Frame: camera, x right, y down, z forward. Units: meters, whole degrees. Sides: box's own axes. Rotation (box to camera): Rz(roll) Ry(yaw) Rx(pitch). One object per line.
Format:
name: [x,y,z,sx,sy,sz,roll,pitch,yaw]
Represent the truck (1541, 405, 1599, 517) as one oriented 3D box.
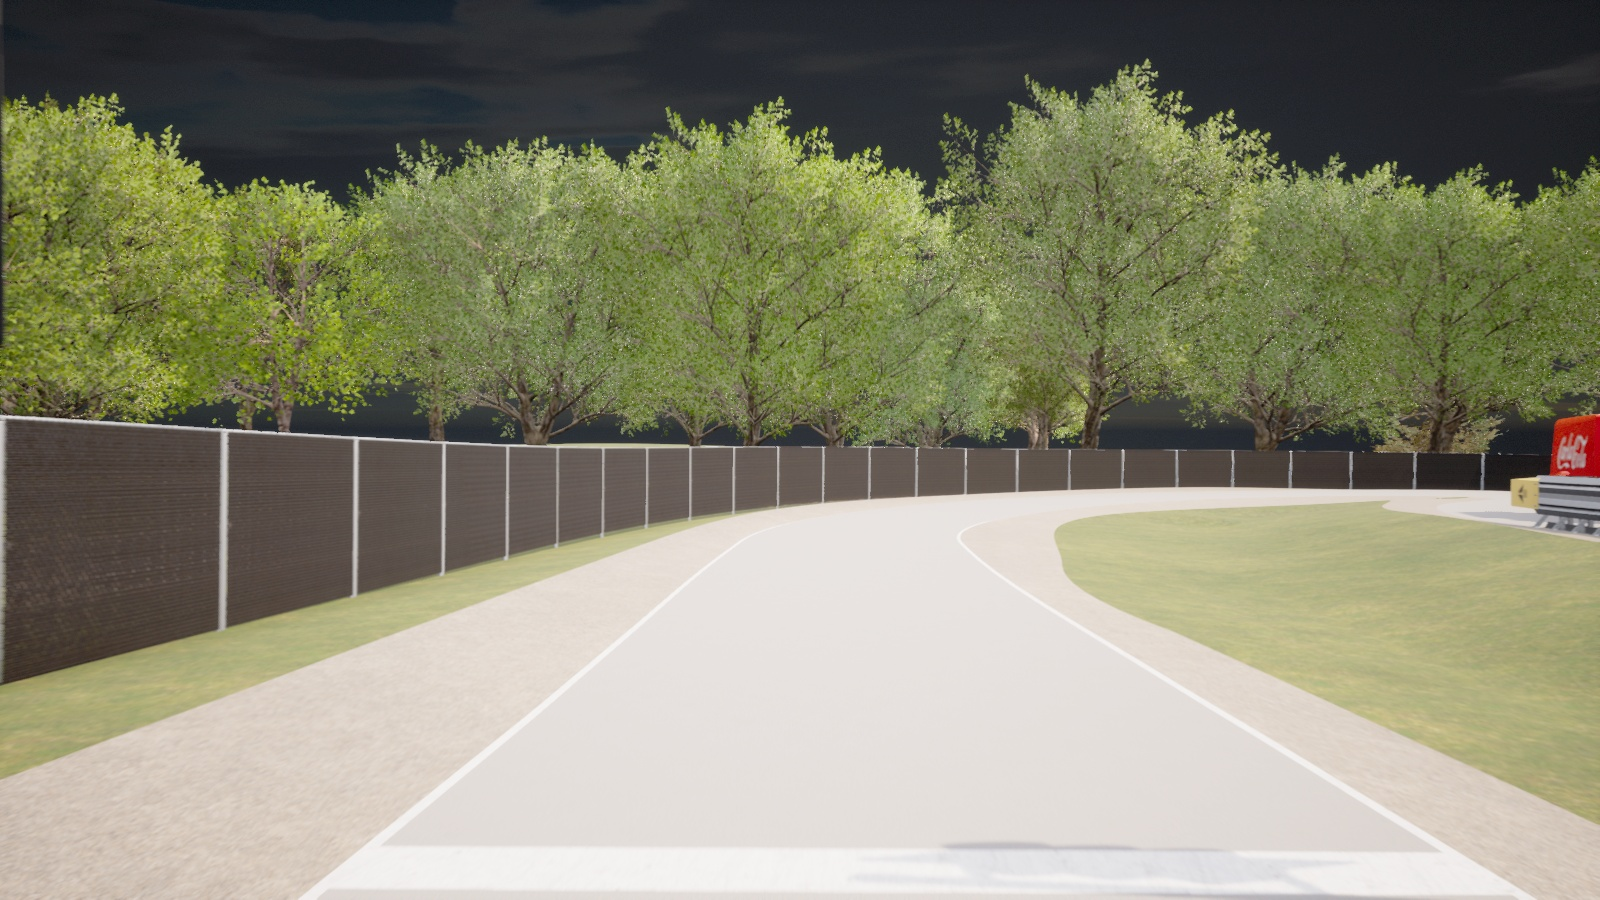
truck: [19.541,0.241,29.412,2.627,2.467,5.204,0,0,17]
